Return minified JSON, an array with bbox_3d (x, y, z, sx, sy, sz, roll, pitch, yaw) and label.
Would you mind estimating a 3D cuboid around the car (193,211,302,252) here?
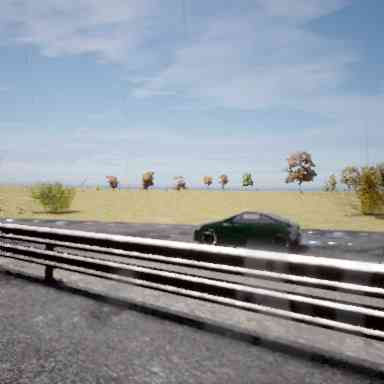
[{"bbox_3d":[2.179,1.447,13.249,4.181,1.385,1.994,0,0,21],"label":"car"}]
